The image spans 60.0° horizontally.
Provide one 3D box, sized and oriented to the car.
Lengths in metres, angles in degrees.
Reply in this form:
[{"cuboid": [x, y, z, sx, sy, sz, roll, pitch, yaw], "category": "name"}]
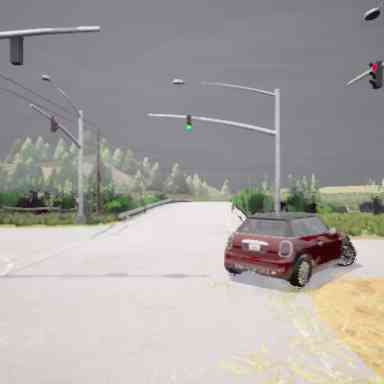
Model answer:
[{"cuboid": [2.974, 1.374, 9.692, 2.097, 1.767, 4.553, 1, 0, 43], "category": "car"}]
